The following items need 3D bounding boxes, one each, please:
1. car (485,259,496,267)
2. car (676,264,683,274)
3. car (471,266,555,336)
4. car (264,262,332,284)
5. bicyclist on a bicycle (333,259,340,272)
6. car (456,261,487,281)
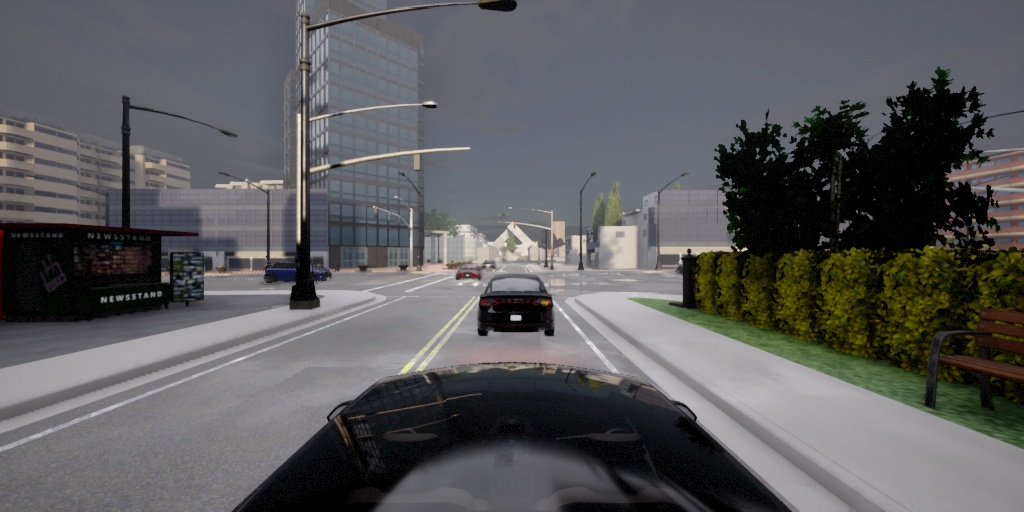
[{"bbox_3d":[-3.360,1.240,53.557,2.128,1.511,4.902,0,0,0],"label":"car"},{"bbox_3d":[20.298,1.060,38.904,4.553,1.767,2.097,0,0,0],"label":"car"},{"bbox_3d":[0.114,1.228,10.474,1.882,1.535,5.008,0,0,1],"label":"car"},{"bbox_3d":[-16.640,1.214,28.083,4.553,1.767,2.097,-1,0,0],"label":"car"},{"bbox_3d":[-21.803,1.215,44.543,0.582,1.620,1.656,-1,0,0],"label":"bicyclist on a bicycle"},{"bbox_3d":[-3.482,1.338,30.119,1.994,1.385,4.181,0,0,0],"label":"car"}]
